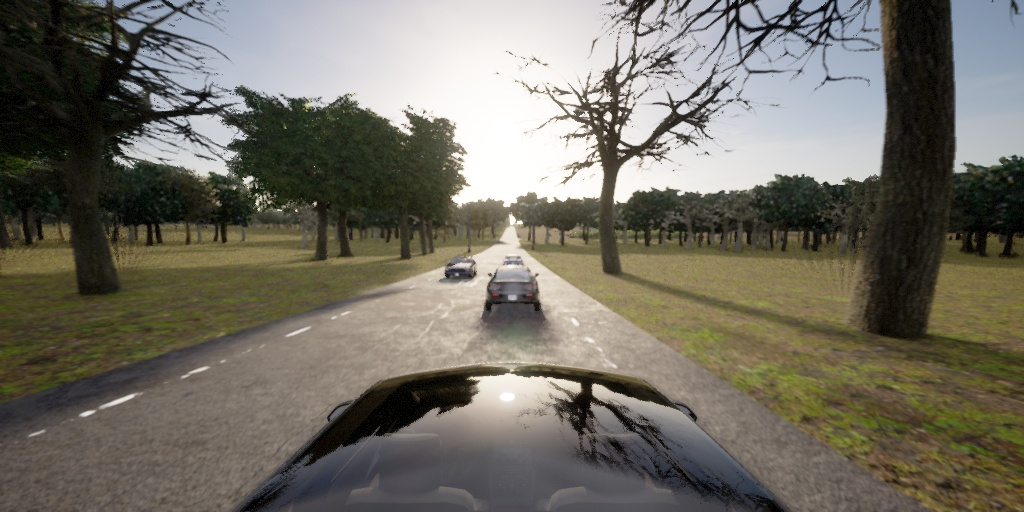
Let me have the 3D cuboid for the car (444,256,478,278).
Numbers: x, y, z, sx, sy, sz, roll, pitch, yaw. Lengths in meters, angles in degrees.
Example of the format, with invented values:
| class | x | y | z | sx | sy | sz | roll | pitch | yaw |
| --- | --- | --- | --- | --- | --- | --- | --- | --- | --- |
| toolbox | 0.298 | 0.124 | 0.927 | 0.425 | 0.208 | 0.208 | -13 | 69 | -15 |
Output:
| class | x | y | z | sx | sy | sz | roll | pitch | yaw |
| --- | --- | --- | --- | --- | --- | --- | --- | --- | --- |
| car | -3.510 | 0.731 | 25.634 | 2.033 | 1.411 | 5.357 | 0 | 2 | 0 |

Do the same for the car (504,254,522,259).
| class | x | y | z | sx | sy | sz | roll | pitch | yaw |
| --- | --- | --- | --- | --- | --- | --- | --- | --- | --- |
| car | 0.095 | 0.550 | 31.382 | 2.033 | 1.411 | 5.357 | 0 | 2 | 0 |

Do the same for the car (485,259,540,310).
| class | x | y | z | sx | sy | sz | roll | pitch | yaw |
| --- | --- | --- | --- | --- | --- | --- | --- | --- | --- |
| car | 0.045 | 1.040 | 13.250 | 1.812 | 1.442 | 4.674 | 0 | 1 | 1 |
